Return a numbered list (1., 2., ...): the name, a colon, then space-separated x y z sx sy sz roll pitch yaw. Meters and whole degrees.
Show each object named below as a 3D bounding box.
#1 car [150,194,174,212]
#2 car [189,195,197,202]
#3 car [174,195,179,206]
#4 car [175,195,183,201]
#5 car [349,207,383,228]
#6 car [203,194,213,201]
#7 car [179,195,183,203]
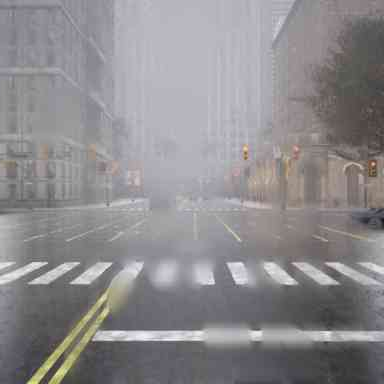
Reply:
1. car: -3.579 1.223 38.696 2.150 2.045 5.566 0 0 0
2. car: 0.217 1.449 78.594 2.128 1.511 4.902 0 0 1
3. car: -3.561 1.503 55.379 1.837 1.490 4.892 0 1 0
4. car: -3.223 1.455 84.135 1.882 1.535 5.008 0 0 1
5. car: 12.737 1.601 21.158 4.718 1.301 1.895 0 0 7
6. car: 3.717 1.280 78.527 2.097 1.767 4.553 0 0 1
7. car: -3.384 1.478 69.283 1.882 1.535 5.008 0 0 1
